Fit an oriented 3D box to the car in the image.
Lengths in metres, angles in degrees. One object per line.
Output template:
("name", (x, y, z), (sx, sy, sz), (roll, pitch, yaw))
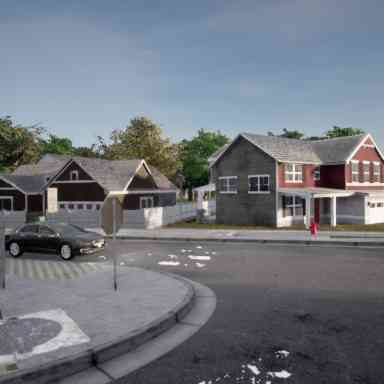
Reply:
("car", (-6.097, 2.048, 14.766), (4.892, 1.490, 1.837), (-2, 0, 22))
